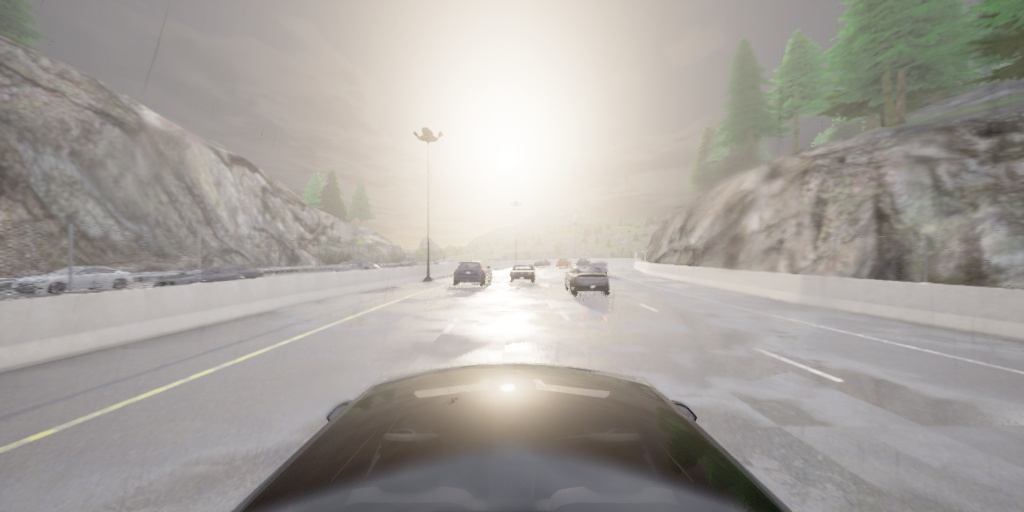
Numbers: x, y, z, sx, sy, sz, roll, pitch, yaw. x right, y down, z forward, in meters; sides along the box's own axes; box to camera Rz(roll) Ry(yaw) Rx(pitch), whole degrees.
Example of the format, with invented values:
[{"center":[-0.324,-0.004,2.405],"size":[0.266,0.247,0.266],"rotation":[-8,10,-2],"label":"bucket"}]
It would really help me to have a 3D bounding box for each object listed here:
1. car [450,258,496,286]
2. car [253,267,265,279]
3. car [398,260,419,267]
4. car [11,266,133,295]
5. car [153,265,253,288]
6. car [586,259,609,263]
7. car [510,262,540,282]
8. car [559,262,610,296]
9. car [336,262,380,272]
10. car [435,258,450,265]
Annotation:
[{"center":[-2.662,1.108,25.579],"size":[2.097,1.767,4.553],"rotation":[0,0,5],"label":"car"},{"center":[-20.307,1.320,26.133],"size":[1.994,1.385,4.181],"rotation":[0,0,5],"label":"car"},{"center":[-17.668,1.319,61.245],"size":[1.994,1.385,4.181],"rotation":[0,0,15],"label":"car"},{"center":[-24.231,1.280,20.076],"size":[1.812,1.442,4.674],"rotation":[0,0,3],"label":"car"},{"center":[-17.220,1.318,20.017],"size":[1.994,1.385,4.181],"rotation":[0,0,3],"label":"car"},{"center":[9.025,1.307,37.369],"size":[2.033,1.411,5.357],"rotation":[0,0,12],"label":"car"},{"center":[0.994,1.358,29.037],"size":[1.895,1.301,4.718],"rotation":[0,0,6],"label":"car"},{"center":[3.909,1.246,19.151],"size":[2.128,1.511,4.902],"rotation":[0,0,3],"label":"car"},{"center":[-12.874,1.250,30.285],"size":[2.128,1.511,4.902],"rotation":[0,0,6],"label":"car"},{"center":[-10.808,1.282,59.761],"size":[1.812,1.442,4.674],"rotation":[0,0,16],"label":"car"}]
